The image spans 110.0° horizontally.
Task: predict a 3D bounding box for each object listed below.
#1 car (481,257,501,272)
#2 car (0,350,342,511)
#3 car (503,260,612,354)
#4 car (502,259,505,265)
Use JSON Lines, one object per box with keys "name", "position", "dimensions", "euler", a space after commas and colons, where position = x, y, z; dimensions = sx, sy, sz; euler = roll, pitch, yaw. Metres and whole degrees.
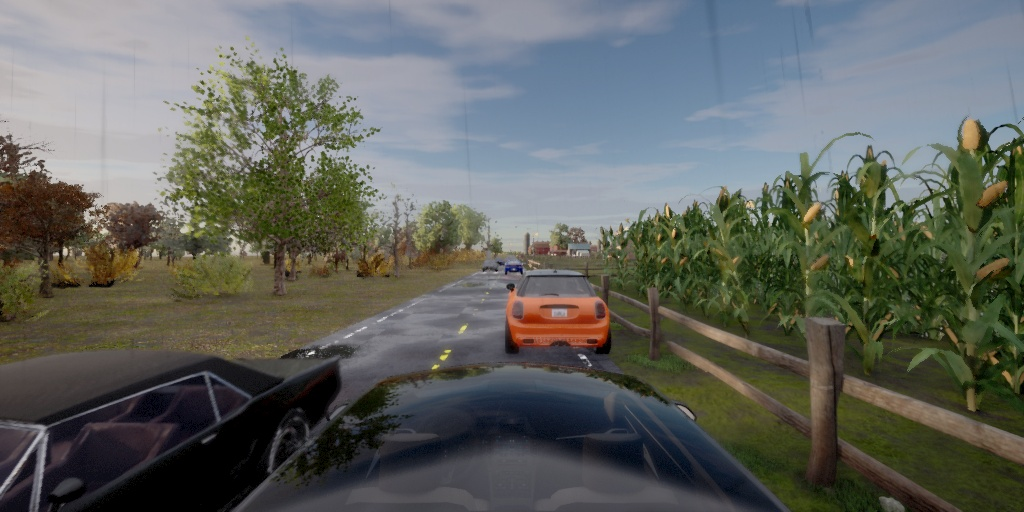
{"name": "car", "position": [-2.704, 1.223, 44.280], "dimensions": [1.837, 1.490, 4.892], "euler": [0, 0, 0]}
{"name": "car", "position": [-2.845, 1.351, 1.792], "dimensions": [1.895, 1.301, 4.718], "euler": [0, 0, 0]}
{"name": "car", "position": [0.931, 1.100, 8.921], "dimensions": [2.097, 1.767, 4.553], "euler": [0, 0, 1]}
{"name": "car", "position": [0.212, 1.204, 38.986], "dimensions": [1.882, 1.535, 5.008], "euler": [0, 0, 1]}
